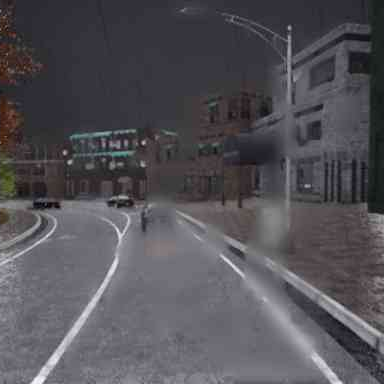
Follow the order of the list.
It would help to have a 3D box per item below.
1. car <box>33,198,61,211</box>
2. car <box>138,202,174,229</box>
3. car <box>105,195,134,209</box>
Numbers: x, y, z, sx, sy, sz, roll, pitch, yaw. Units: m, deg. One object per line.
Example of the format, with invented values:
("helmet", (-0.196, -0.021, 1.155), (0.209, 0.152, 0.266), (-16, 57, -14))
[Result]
("car", (-16.491, 1.361, 37.797), (1.895, 1.301, 4.718), (-2, 2, -40))
("car", (-2.223, 1.367, 20.663), (1.837, 1.490, 4.892), (-1, 1, -9))
("car", (-8.385, 1.110, 38.138), (1.882, 1.535, 5.008), (-1, 1, -34))
